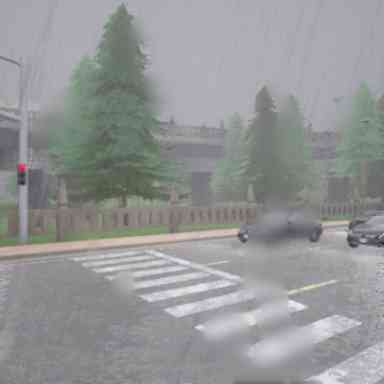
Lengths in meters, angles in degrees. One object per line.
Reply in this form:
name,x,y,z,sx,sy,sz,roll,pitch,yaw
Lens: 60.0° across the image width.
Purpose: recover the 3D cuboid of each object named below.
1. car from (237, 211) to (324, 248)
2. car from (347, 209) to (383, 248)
car,4.252,1.648,15.563,4.674,1.442,1.812,0,-1,-34
car,8.608,1.644,14.323,4.674,1.442,1.812,0,-1,-35
